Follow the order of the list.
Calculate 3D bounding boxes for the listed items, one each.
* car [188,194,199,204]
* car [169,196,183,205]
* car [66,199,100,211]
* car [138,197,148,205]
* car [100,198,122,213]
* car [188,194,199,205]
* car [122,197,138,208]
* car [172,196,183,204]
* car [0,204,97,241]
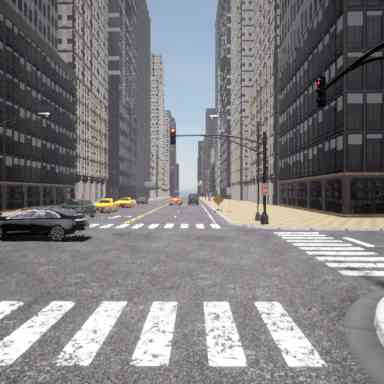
[{"bbox_3d":[0.282,1.361,70.401,2.150,2.045,5.566,0,0,0],"label":"car"},{"bbox_3d":[-2.971,1.452,59.982,2.097,1.767,4.553,0,0,0],"label":"car"},{"bbox_3d":[-9.766,1.374,28.275,2.097,1.767,4.553,0,0,0],"label":"car"},{"bbox_3d":[-9.560,1.662,64.223,2.033,1.411,5.357,0,0,0],"label":"car"},{"bbox_3d":[-9.739,1.517,37.821,1.882,1.535,5.008,0,0,0],"label":"car"},{"bbox_3d":[0.279,1.606,60.193,1.837,1.490,4.892,0,0,0],"label":"car"},{"bbox_3d":[-9.699,1.543,48.788,1.882,1.535,5.008,0,0,1],"label":"car"},{"bbox_3d":[-2.971,1.633,70.170,2.128,1.511,4.902,0,0,0],"label":"car"},{"bbox_3d":[-7.443,1.495,15.988,4.902,1.511,2.128,0,0,2],"label":"car"}]
